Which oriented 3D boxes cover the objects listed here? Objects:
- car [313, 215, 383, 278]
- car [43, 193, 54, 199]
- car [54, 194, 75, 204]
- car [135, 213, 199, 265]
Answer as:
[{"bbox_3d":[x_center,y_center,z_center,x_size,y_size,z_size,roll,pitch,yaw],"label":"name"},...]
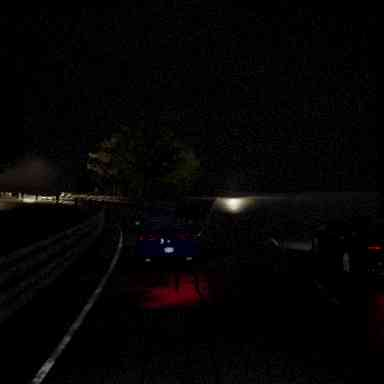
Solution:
[{"bbox_3d":[5.059,1.465,9.959,1.837,1.490,4.892,0,0,5],"label":"car"},{"bbox_3d":[-27.616,0.886,64.525,1.882,1.535,5.008,-1,1,-34],"label":"car"},{"bbox_3d":[-21.469,1.237,56.819,1.994,1.385,4.181,-1,1,-40],"label":"car"},{"bbox_3d":[-0.982,1.470,11.776,1.882,1.535,5.008,-1,0,-8],"label":"car"}]
